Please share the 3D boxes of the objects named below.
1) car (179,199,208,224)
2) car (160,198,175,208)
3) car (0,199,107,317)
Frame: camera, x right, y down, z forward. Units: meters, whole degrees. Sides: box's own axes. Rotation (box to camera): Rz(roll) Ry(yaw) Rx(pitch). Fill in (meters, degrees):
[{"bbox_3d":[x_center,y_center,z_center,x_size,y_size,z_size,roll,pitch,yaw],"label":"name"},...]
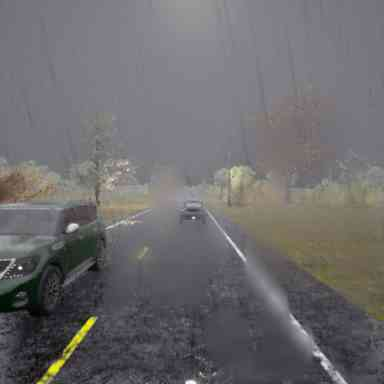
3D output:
[{"bbox_3d":[0.117,1.499,24.840,1.837,1.490,4.892,0,0,0],"label":"car"},{"bbox_3d":[-3.544,1.546,48.345,1.994,1.385,4.181,0,0,0],"label":"car"},{"bbox_3d":[-3.596,1.221,7.798,2.150,2.045,5.566,0,0,0],"label":"car"}]
